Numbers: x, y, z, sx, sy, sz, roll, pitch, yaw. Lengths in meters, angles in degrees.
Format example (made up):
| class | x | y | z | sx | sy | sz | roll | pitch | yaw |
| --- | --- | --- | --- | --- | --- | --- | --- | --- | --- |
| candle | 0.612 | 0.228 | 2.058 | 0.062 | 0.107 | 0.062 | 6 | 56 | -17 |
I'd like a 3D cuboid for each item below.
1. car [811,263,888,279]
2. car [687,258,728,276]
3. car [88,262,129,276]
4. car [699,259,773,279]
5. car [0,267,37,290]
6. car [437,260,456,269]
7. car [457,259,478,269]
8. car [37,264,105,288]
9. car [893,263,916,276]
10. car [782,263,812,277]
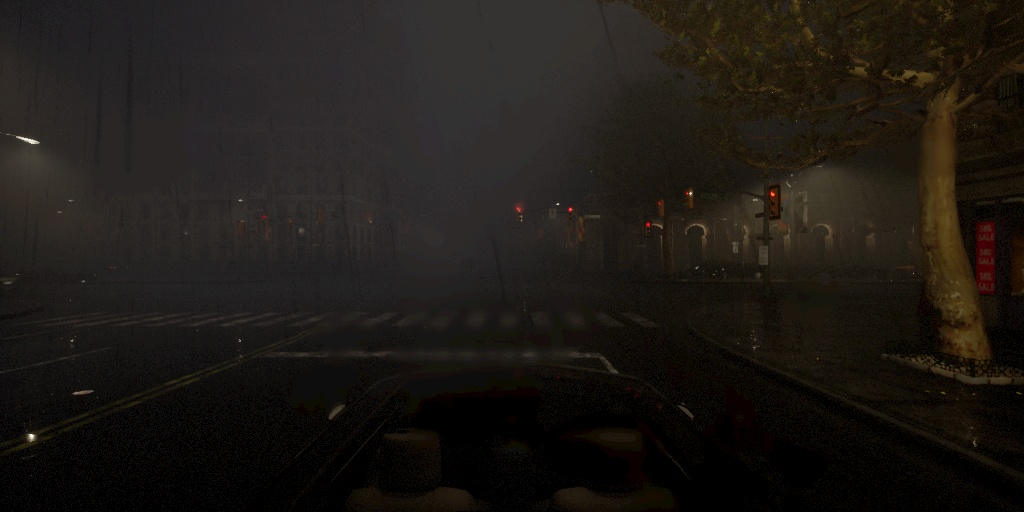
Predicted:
| class | x | y | z | sx | sy | sz | roll | pitch | yaw |
| --- | --- | --- | --- | --- | --- | --- | --- | --- | --- |
| car | 29.384 | 1.351 | 31.162 | 4.718 | 1.301 | 1.895 | 0 | 0 | 1 |
| car | 19.458 | 1.102 | 34.754 | 4.553 | 1.767 | 2.097 | 0 | 0 | 0 |
| car | -40.560 | 1.276 | 35.273 | 4.674 | 1.442 | 1.812 | 0 | 0 | 0 |
| car | 19.437 | 1.255 | 31.252 | 4.892 | 1.490 | 1.837 | 0 | 0 | 1 |
| car | -30.498 | 1.242 | 20.012 | 4.902 | 1.511 | 2.128 | 0 | 0 | 1 |
| car | -10.393 | 1.314 | 55.819 | 1.994 | 1.385 | 4.181 | 0 | 0 | 1 |
| car | -6.895 | 1.228 | 55.964 | 1.882 | 1.535 | 5.008 | 0 | 0 | 1 |
| car | -30.276 | 1.351 | 23.508 | 4.718 | 1.301 | 1.895 | 0 | 0 | 1 |
| car | 39.858 | 1.228 | 34.556 | 5.008 | 1.535 | 1.882 | 0 | 0 | 1 |
| car | 29.398 | 1.351 | 34.662 | 4.718 | 1.301 | 1.895 | 0 | 0 | 1 |
